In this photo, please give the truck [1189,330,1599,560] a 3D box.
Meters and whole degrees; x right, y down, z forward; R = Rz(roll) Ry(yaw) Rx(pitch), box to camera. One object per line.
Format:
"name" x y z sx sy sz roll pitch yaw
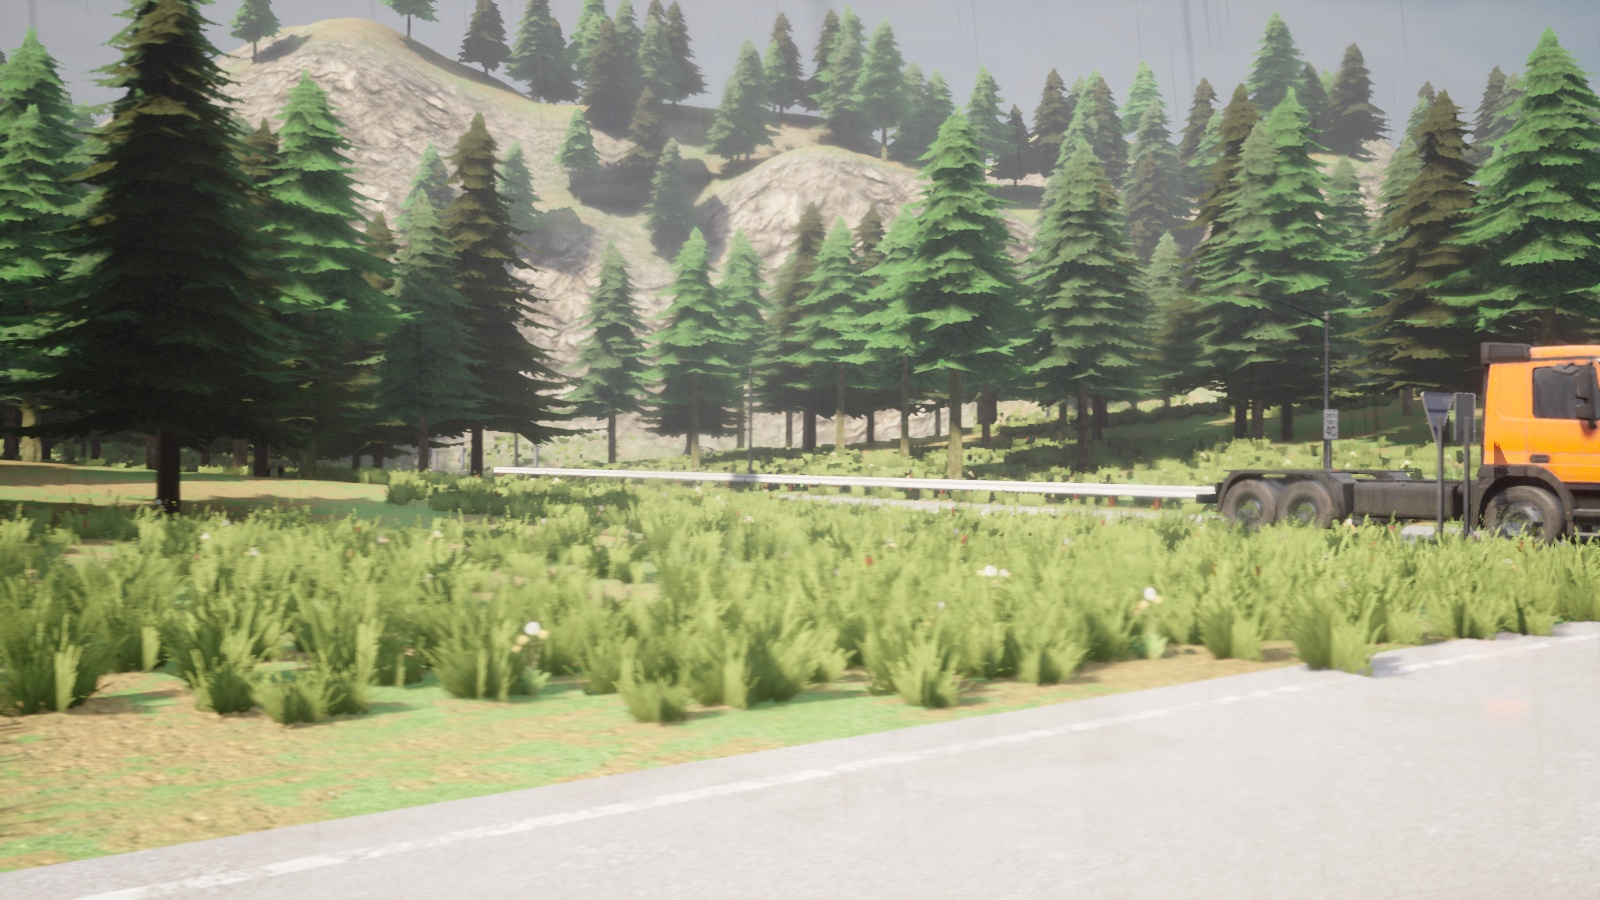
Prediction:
"truck" 11.198 -0.066 22.520 2.891 3.462 7.936 0 0 -35
